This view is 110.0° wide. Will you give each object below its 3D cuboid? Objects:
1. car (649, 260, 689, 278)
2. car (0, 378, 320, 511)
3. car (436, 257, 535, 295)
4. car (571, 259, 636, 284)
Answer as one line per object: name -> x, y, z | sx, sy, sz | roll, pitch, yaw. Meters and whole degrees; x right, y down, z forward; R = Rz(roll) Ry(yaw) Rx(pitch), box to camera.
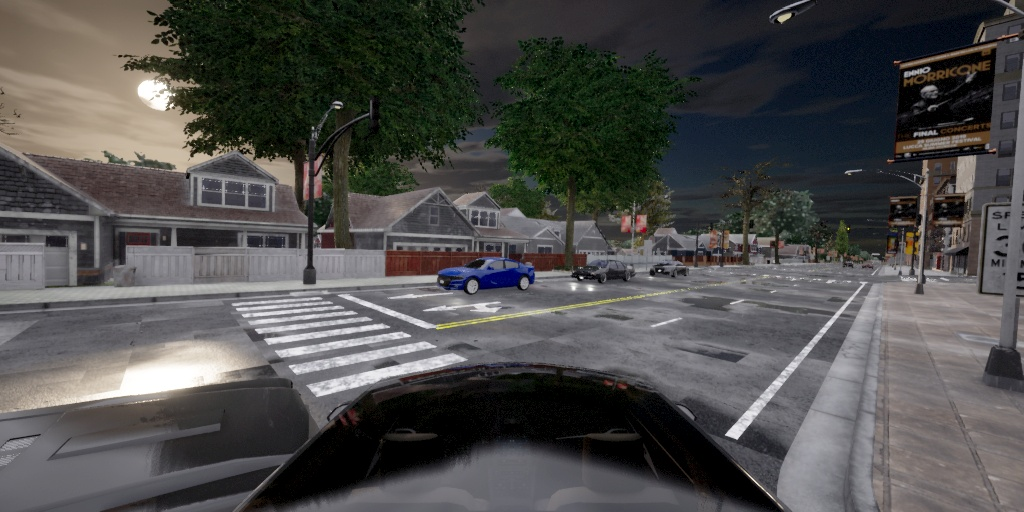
car -> 13.332, 1.020, 30.300 | 4.181, 1.385, 1.994 | 1, 2, -44
car -> -3.314, 1.285, 1.322 | 4.718, 1.301, 1.895 | 1, 2, -34
car -> -1.073, 0.804, 16.501 | 5.008, 1.535, 1.882 | 0, 2, -44
car -> 6.114, 0.937, 23.400 | 5.357, 1.411, 2.033 | 0, 2, -44
